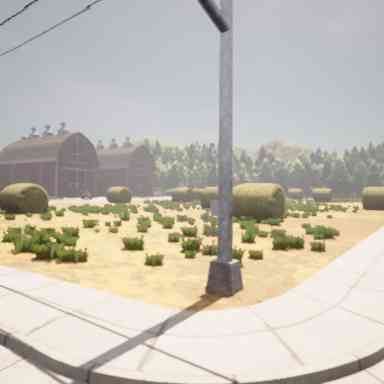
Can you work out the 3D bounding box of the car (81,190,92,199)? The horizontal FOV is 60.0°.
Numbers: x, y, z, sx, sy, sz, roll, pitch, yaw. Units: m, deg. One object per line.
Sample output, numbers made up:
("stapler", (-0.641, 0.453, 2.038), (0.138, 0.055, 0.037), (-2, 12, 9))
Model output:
("car", (-22.562, 0.599, 71.475), (1.905, 1.878, 3.866), (6, 1, -10))
